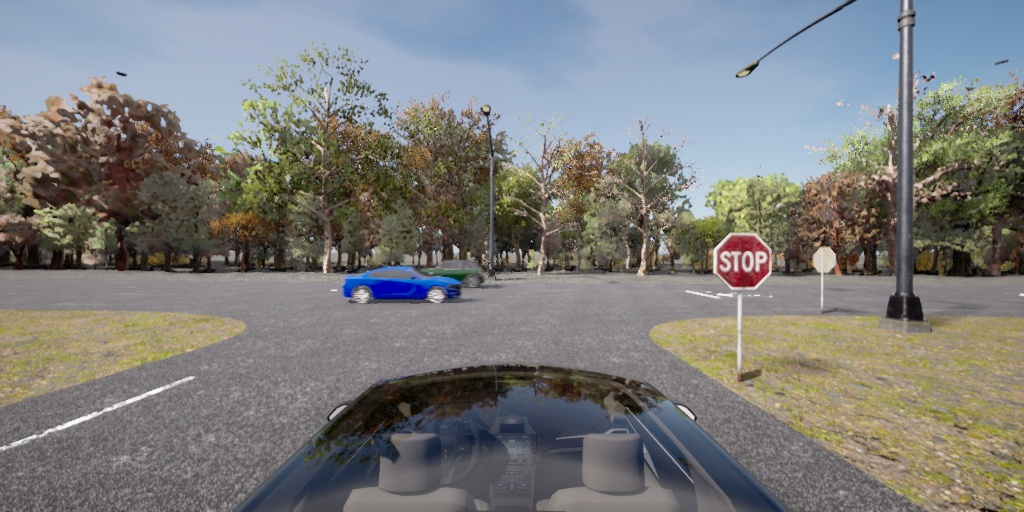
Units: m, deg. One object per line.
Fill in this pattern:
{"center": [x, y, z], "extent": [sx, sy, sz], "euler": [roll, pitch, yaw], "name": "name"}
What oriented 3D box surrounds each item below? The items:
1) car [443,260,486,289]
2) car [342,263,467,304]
{"center": [-3.929, 1.055, 22.601], "extent": [4.553, 1.767, 2.097], "euler": [0, 0, 0], "name": "car"}
{"center": [-4.708, 1.211, 15.600], "extent": [5.008, 1.535, 1.882], "euler": [0, 0, 0], "name": "car"}
